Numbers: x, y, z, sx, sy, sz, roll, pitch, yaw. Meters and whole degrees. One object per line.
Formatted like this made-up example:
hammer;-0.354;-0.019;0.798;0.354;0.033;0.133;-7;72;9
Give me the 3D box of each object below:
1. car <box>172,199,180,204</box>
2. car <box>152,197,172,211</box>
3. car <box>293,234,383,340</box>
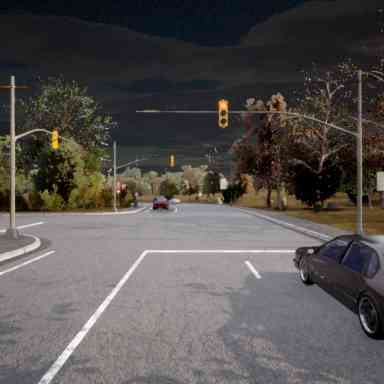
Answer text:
car;-4.423;2.361;83.323;1.812;1.442;4.674;0;-1;-22
car;-3.917;1.661;42.011;1.895;1.301;4.718;0;-1;-2
car;3.609;1.547;6.472;2.033;1.411;5.357;0;0;0
